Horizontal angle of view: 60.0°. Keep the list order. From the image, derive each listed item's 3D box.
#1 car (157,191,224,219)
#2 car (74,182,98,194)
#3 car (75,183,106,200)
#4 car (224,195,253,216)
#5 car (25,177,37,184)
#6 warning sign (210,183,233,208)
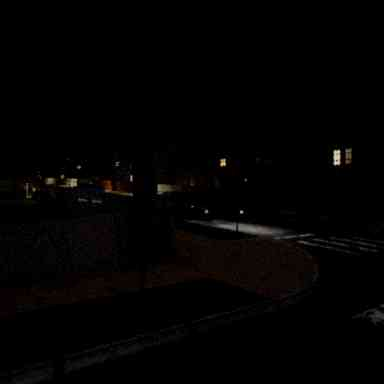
[{"bbox_3d":[-0.595,0.712,20.445,2.128,1.511,4.902,0,2,-35],"label":"car"},{"bbox_3d":[-14.322,-0.552,44.725,1.812,1.442,4.674,0,3,-35],"label":"car"},{"bbox_3d":[-10.366,-0.101,34.176,1.882,1.535,5.008,0,3,-35],"label":"car"},{"bbox_3d":[1.762,0.831,22.359,1.895,1.301,4.718,0,3,-36],"label":"car"},{"bbox_3d":[-39.576,-2.888,81.672,2.097,1.767,4.553,-3,4,-35],"label":"car"},{"bbox_3d":[2.267,0.250,25.607,1.300,1.860,1.060,-3,2,-35],"label":"warning sign"}]
